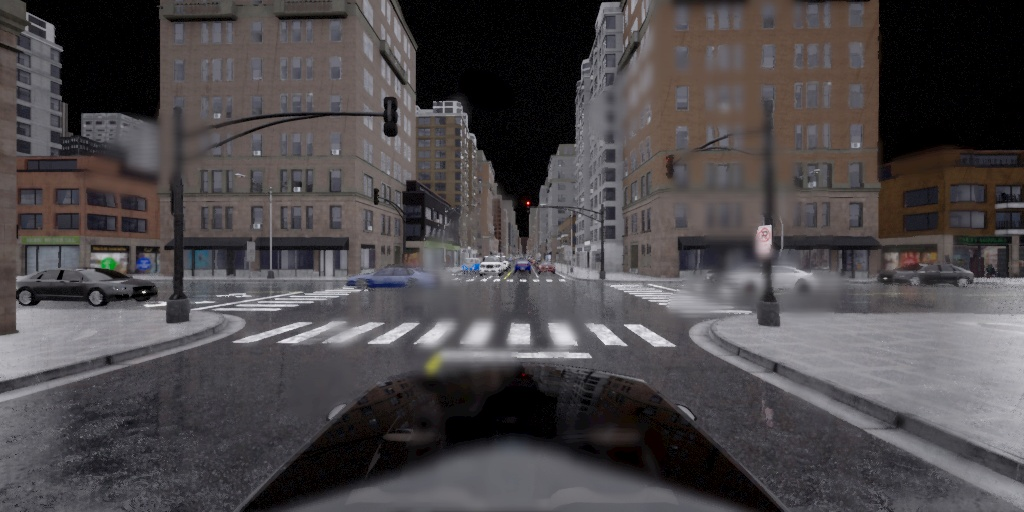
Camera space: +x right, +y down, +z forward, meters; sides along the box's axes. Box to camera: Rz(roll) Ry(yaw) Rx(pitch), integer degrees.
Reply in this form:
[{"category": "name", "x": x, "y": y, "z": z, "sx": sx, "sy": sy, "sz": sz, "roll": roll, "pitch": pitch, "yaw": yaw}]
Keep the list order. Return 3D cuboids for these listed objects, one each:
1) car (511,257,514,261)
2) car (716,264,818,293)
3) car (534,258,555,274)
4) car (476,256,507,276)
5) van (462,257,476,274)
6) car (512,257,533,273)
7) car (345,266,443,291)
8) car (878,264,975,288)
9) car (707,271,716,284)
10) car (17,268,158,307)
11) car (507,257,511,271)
[{"category": "car", "x": -1.290, "y": 1.139, "z": 57.915, "sx": 2.097, "sy": 1.767, "sz": 4.553, "roll": 0, "pitch": 0, "yaw": 2}, {"category": "car", "x": 14.796, "y": 1.291, "z": 20.645, "sx": 4.674, "sy": 1.442, "sz": 1.812, "roll": 0, "pitch": 0, "yaw": 3}, {"category": "car", "x": 3.869, "y": 1.209, "z": 40.976, "sx": 1.967, "sy": 1.591, "sz": 4.097, "roll": 0, "pitch": 0, "yaw": 2}, {"category": "car", "x": -2.040, "y": 0.987, "z": 37.094, "sx": 2.150, "sy": 2.045, "sz": 5.566, "roll": 0, "pitch": 0, "yaw": 2}, {"category": "van", "x": -4.652, "y": 1.111, "z": 41.272, "sx": 1.690, "sy": 1.789, "sz": 3.998, "roll": 0, "pitch": 0, "yaw": 2}, {"category": "car", "x": 1.363, "y": 1.250, "z": 44.039, "sx": 1.882, "sy": 1.535, "sz": 5.008, "roll": 0, "pitch": 0, "yaw": 3}, {"category": "car", "x": -6.897, "y": 1.287, "z": 21.293, "sx": 5.357, "sy": 1.411, "sz": 2.033, "roll": 0, "pitch": 0, "yaw": 2}, {"category": "car", "x": 27.075, "y": 1.285, "z": 23.530, "sx": 4.892, "sy": 1.490, "sz": 1.837, "roll": 0, "pitch": 0, "yaw": 2}, {"category": "car", "x": 15.677, "y": 1.257, "z": 23.871, "sx": 4.902, "sy": 1.511, "sz": 2.128, "roll": 0, "pitch": 0, "yaw": 2}, {"category": "car", "x": -17.625, "y": 1.239, "z": 14.909, "sx": 4.892, "sy": 1.490, "sz": 1.837, "roll": 0, "pitch": 0, "yaw": 2}, {"category": "car", "x": -1.673, "y": 0.998, "z": 47.544, "sx": 2.150, "sy": 2.045, "sz": 5.566, "roll": 0, "pitch": 0, "yaw": 2}]
